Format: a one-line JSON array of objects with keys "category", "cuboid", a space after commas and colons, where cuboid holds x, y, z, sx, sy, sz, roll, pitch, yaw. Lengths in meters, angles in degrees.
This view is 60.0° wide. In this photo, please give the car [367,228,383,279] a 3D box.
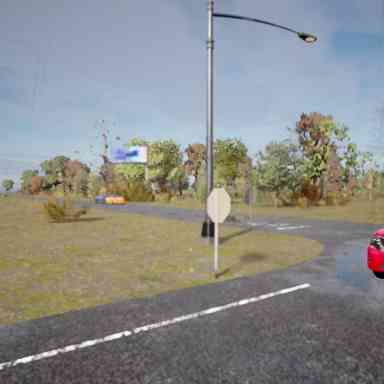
[{"category": "car", "cuboid": [6.927, 1.205, 8.816, 5.566, 2.045, 2.150, 0, 0, -35]}]

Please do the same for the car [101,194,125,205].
[{"category": "car", "cuboid": [-13.100, 1.252, 56.206, 2.097, 1.767, 4.553, 0, 0, -33]}]

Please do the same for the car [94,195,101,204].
[{"category": "car", "cuboid": [-16.321, 1.241, 60.911, 2.097, 1.767, 4.553, 0, 0, -34]}]
